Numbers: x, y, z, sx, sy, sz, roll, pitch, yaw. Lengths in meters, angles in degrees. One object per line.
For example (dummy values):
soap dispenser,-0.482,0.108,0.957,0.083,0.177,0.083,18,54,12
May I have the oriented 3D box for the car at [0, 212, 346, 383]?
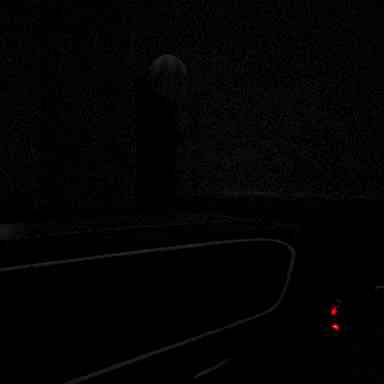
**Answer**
car,-1.308,1.223,2.113,5.566,2.045,2.150,0,0,-35
